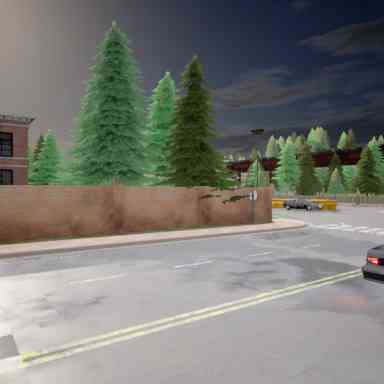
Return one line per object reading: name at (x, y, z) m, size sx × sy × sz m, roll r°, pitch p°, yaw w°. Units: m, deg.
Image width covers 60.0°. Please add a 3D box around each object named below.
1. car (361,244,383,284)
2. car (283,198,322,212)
car at (6.347, 1.547, 8.253) m, size 5.357 × 1.411 × 2.033 m, roll 0°, pitch 0°, yaw -35°
car at (13.198, 1.492, 39.832) m, size 2.128 × 1.511 × 4.902 m, roll 0°, pitch 0°, yaw -35°
